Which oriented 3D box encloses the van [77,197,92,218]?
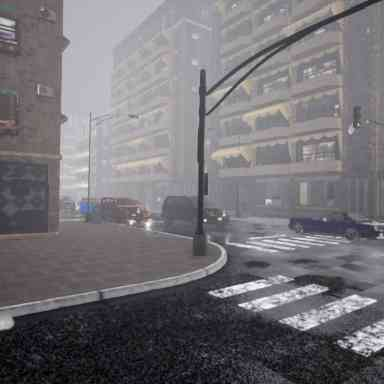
[{"bbox_3d":[-8.775,1.354,30.003,1.690,1.788,3.998,1,-1,-35],"label":"van"}]

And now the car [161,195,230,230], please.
[{"bbox_3d":[0.046,1.249,21.846,2.150,2.045,5.566,1,-1,-36],"label":"car"}]

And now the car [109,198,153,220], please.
[{"bbox_3d":[-5.524,1.410,29.693,2.097,1.767,4.553,1,-1,-35],"label":"car"}]

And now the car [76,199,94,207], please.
[{"bbox_3d":[-18.504,1.867,57.290,1.802,1.307,4.206,1,-1,-35],"label":"car"}]

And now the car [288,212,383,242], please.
[{"bbox_3d":[7.245,1.665,16.799,1.895,1.301,4.718,1,-1,-35],"label":"car"}]

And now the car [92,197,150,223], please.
[{"bbox_3d":[-5.545,1.310,25.458,2.192,1.841,5.009,1,-1,-35],"label":"car"}]

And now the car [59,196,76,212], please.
[{"bbox_3d":[-15.234,1.368,39.094,2.192,1.841,5.009,1,-1,-35],"label":"car"}]
